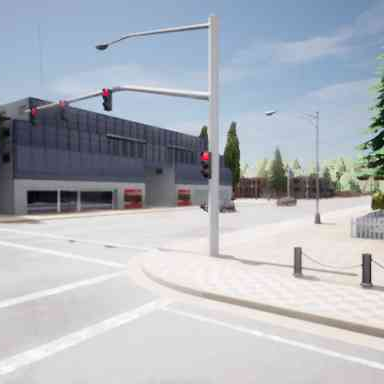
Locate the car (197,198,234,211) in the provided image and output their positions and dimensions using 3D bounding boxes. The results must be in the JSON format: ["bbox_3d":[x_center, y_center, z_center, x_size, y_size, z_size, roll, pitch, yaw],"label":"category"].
[{"bbox_3d":[3.050,1.511,41.496,2.033,1.411,5.357,0,0,36],"label":"car"}]

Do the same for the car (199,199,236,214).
[{"bbox_3d":[2.993,1.533,35.427,1.994,1.385,4.181,0,0,36],"label":"car"}]

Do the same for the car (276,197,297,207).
[{"bbox_3d":[14.733,1.462,51.579,1.882,1.535,5.008,0,0,36],"label":"car"}]
